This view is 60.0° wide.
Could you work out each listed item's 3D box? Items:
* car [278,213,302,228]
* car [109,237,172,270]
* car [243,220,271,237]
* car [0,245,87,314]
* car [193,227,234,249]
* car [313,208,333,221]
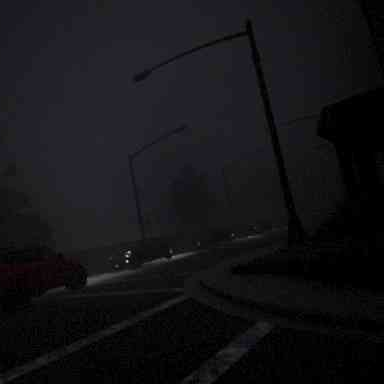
[{"bbox_3d":[13.400,3.741,45.845,2.097,1.767,4.553,-16,-9,35],"label":"car"},{"bbox_3d":[-3.478,4.013,22.534,2.097,1.767,4.553,-16,-9,35],"label":"car"},{"bbox_3d":[7.392,4.012,37.512,1.812,1.442,4.674,-16,-9,35],"label":"car"},{"bbox_3d":[-6.115,3.042,12.054,2.150,2.045,5.566,-14,-8,12],"label":"car"},{"bbox_3d":[1.949,4.066,30.004,2.128,1.511,4.902,-16,-9,35],"label":"car"},{"bbox_3d":[18.370,3.015,46.599,2.128,1.511,4.902,-16,-9,35],"label":"car"}]
